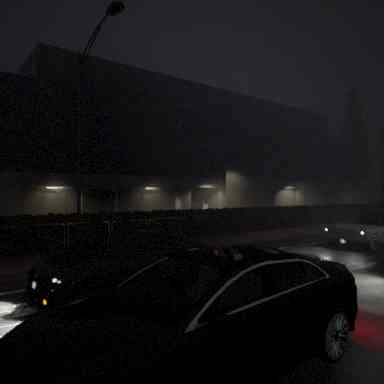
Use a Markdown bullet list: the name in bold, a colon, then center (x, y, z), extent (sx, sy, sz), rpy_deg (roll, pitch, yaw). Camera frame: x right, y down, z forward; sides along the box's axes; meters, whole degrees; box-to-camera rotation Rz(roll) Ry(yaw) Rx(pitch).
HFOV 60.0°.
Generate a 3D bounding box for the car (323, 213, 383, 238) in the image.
- **car**: center (7.601, 1.601, 14.241), extent (4.718, 1.301, 1.895), rpy_deg (0, 0, -37)

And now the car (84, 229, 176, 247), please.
- **car**: center (-1.355, 1.564, 7.422), extent (4.181, 1.385, 1.994), rpy_deg (0, 0, -37)

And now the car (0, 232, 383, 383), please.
- **car**: center (0.257, 1.492, 4.172), extent (4.902, 1.511, 2.128), rpy_deg (0, 0, -39)

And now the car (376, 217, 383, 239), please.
- **car**: center (7.605, 1.505, 9.842), extent (4.892, 1.490, 1.837), rpy_deg (0, 0, -37)
